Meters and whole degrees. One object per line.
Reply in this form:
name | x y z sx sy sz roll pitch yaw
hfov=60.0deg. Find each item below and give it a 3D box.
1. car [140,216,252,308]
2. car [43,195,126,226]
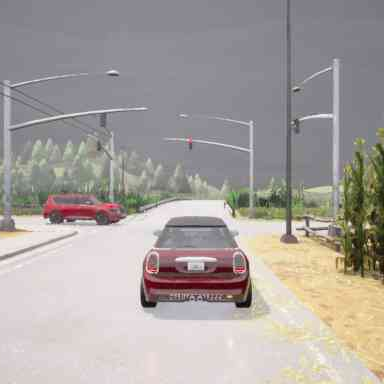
car | 0.096 1.352 8.091 2.097 1.767 4.553 0 0 1
car | -7.413 1.210 23.015 5.566 2.045 2.150 1 0 9
